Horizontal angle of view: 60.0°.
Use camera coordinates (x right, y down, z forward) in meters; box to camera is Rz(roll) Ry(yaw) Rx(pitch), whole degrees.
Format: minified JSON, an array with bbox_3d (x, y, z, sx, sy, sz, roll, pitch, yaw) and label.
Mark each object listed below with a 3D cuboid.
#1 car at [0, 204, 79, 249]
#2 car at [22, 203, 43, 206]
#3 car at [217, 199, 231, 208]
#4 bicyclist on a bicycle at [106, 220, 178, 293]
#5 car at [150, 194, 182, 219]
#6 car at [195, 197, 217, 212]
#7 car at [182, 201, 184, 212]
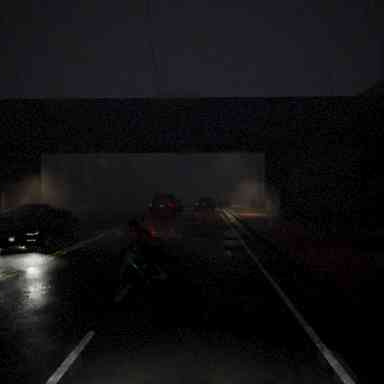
[{"bbox_3d":[-6.583,1.504,14.741,1.837,1.490,4.892,0,0,2],"label":"car"},{"bbox_3d":[-9.878,1.477,20.669,1.882,1.535,5.008,0,0,2],"label":"car"},{"bbox_3d":[3.996,1.600,47.745,1.895,1.301,4.718,0,0,30],"label":"car"},{"bbox_3d":[-1.141,1.452,7.496,1.656,1.620,0.582,-2,0,2],"label":"bicyclist on a bicycle"},{"bbox_3d":[-2.351,1.221,29.597,2.150,2.045,5.566,0,0,2],"label":"car"},{"bbox_3d":[1.529,1.352,38.860,2.097,1.767,4.553,0,0,3],"label":"car"},{"bbox_3d":[-2.004,1.563,38.938,1.994,1.385,4.181,0,0,1],"label":"car"}]
